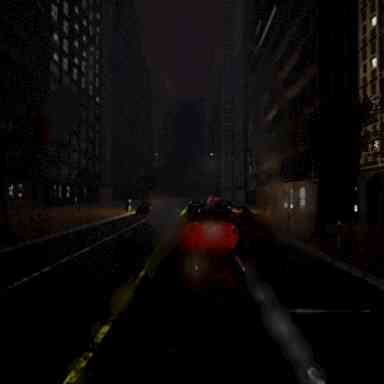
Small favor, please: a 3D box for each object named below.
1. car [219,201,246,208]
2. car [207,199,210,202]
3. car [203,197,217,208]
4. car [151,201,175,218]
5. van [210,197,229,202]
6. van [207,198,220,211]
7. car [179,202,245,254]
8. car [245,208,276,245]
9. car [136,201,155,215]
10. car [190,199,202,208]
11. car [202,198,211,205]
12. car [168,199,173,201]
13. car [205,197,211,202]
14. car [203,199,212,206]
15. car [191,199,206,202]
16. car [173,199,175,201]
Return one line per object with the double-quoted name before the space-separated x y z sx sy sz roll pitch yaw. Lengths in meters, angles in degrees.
"car" 2.889 1.639 21.825 1.967 1.590 4.097 1 -1 1
"car" 3.043 1.900 38.747 2.008 1.369 4.403 1 0 1
"car" 3.254 1.860 61.313 2.192 1.841 5.009 1 0 1
"car" -2.792 1.910 34.507 1.895 1.301 4.718 0 -1 1
"van" 2.994 1.641 33.107 1.690 1.788 3.998 1 0 1
"van" 3.150 1.788 50.031 1.690 1.788 3.998 1 0 1
"car" 0.594 1.483 14.433 2.097 1.767 4.553 0 -1 -5
"car" 2.836 1.693 16.183 1.887 1.381 4.507 1 -1 1
"car" -5.335 1.786 38.797 1.967 1.590 4.097 1 -1 1
"car" 0.637 2.075 59.425 2.033 1.411 5.357 0 0 1
"car" 3.408 2.217 78.404 1.752 1.417 4.829 1 0 1
"car" -5.130 2.093 61.365 2.008 1.369 4.403 1 0 1
"car" 3.098 1.713 44.390 2.192 1.841 5.009 1 0 1
"car" 3.354 2.224 72.593 1.802 1.307 4.206 1 0 1
"car" 0.458 1.864 40.068 1.837 1.490 4.892 0 -1 1
"car" -4.974 2.238 78.292 2.008 1.369 4.403 1 0 1
